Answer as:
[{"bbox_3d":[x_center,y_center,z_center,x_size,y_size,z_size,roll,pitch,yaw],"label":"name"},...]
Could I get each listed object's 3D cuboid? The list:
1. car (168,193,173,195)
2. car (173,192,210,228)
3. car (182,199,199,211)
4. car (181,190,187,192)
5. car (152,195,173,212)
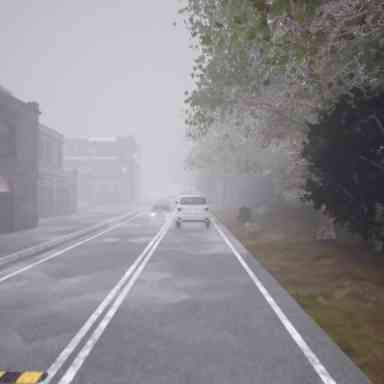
[{"bbox_3d":[-5.477,0.957,89.282,1.812,1.442,4.674,0,1,-3],"label":"car"},{"bbox_3d":[0.039,1.198,22.398,2.150,2.045,5.566,0,0,-1],"label":"car"},{"bbox_3d":[-0.202,1.529,40.838,1.895,1.301,4.718,0,0,-1],"label":"car"},{"bbox_3d":[-2.108,0.530,87.110,2.150,2.045,5.566,0,1,-3],"label":"car"},{"bbox_3d":[-3.498,1.440,38.561,1.882,1.535,5.008,0,0,-1],"label":"car"}]
